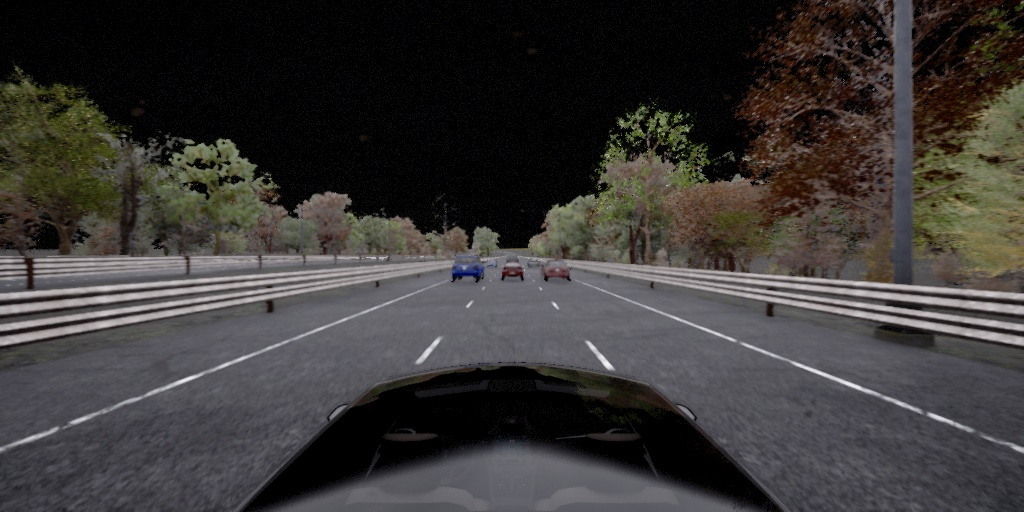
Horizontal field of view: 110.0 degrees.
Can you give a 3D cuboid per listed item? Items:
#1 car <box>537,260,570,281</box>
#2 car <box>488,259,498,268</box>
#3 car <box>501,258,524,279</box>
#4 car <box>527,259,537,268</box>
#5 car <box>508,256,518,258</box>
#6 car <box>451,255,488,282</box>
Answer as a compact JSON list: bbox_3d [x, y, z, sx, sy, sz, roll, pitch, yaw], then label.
[{"bbox_3d":[3.555,1.100,30.073,2.097,1.767,4.553,0,0,0],"label":"car"},{"bbox_3d":[-3.391,1.296,62.385,2.033,1.411,5.357,0,0,0],"label":"car"},{"bbox_3d":[0.070,1.226,32.009,1.882,1.535,5.008,0,0,0],"label":"car"},{"bbox_3d":[3.597,1.240,61.783,2.128,1.511,4.902,0,0,0],"label":"car"},{"bbox_3d":[0.112,0.972,61.369,2.150,2.045,5.566,0,0,0],"label":"car"},{"bbox_3d":[-3.454,0.972,28.902,2.150,2.045,5.566,0,0,1],"label":"car"}]
